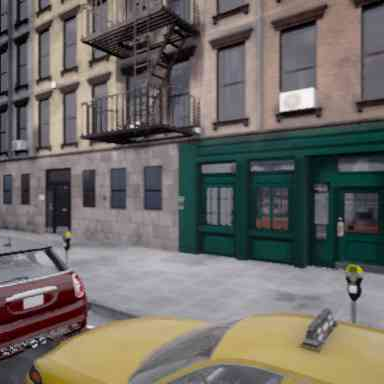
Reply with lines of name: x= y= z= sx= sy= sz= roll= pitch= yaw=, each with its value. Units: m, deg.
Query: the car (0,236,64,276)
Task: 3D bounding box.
car: x=-3.623 y=1.441 z=5.425 sx=4.097 sy=1.590 sz=1.967 roll=0 pitch=0 yaw=36

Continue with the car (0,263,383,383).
car: x=0.641 y=1.525 z=2.386 sx=4.829 sy=1.417 sz=1.752 roll=0 pitch=0 yaw=36
